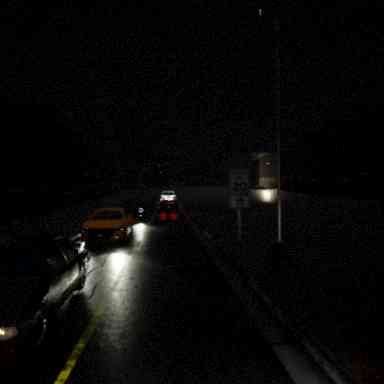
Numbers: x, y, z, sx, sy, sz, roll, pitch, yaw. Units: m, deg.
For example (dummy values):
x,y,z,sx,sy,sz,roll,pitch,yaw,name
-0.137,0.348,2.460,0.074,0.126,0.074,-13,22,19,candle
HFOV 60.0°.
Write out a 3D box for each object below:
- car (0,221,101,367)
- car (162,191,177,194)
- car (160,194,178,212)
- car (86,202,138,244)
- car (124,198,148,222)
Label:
x,y,z,sx,sy,sz,roll,pitch,yaw,name
-3.270,1.589,6.350,2.033,1.411,5.357,-1,0,-7,car
-3.355,0.814,47.267,2.150,2.045,5.566,-1,2,-4,car
-2.532,1.299,36.664,2.128,1.511,4.902,-1,1,-3,car
-3.949,1.511,16.187,1.882,1.535,5.008,-1,0,-4,car
-4.671,1.335,26.215,2.097,1.767,4.553,-1,1,-4,car
